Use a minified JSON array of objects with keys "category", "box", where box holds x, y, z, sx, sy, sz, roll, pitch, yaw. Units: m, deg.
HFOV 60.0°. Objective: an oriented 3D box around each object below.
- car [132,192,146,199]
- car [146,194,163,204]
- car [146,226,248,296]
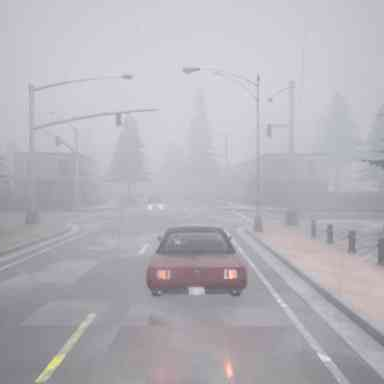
[{"category":"car","box":[-10.047,0.651,63.403,2.033,1.411,5.357,0,1,-23]},{"category":"car","box":[-5.207,0.926,47.048,1.895,1.301,4.718,0,1,-9]},{"category":"car","box":[0.071,1.487,8.264,1.895,1.301,4.718,0,1,-1]}]
